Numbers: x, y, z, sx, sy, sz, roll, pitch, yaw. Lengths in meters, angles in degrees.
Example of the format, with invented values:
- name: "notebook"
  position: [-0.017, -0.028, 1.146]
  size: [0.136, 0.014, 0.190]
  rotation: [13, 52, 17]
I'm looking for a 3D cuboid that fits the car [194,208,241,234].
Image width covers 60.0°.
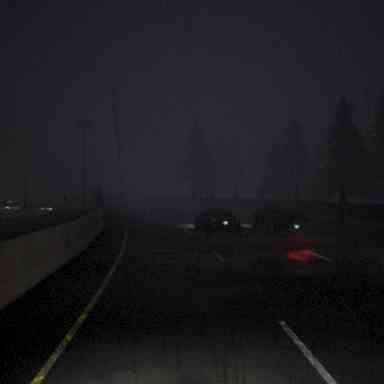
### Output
- name: "car"
  position: [1.404, 1.614, 19.587]
  size: [1.994, 1.385, 4.181]
  rotation: [0, 0, -11]

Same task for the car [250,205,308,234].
- name: "car"
  position: [4.971, 1.545, 19.577]
  size: [1.837, 1.490, 4.892]
  rotation: [0, 0, -11]
